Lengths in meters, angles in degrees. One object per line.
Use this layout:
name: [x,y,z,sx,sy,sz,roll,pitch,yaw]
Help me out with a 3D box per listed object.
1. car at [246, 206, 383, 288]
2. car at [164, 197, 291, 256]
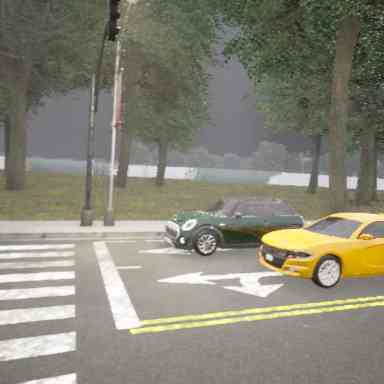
car: [4.143,1.288,8.439,5.008,1.535,1.882,2,2,-19]
car: [1.430,0.949,10.918,4.553,1.767,2.097,2,2,-19]
